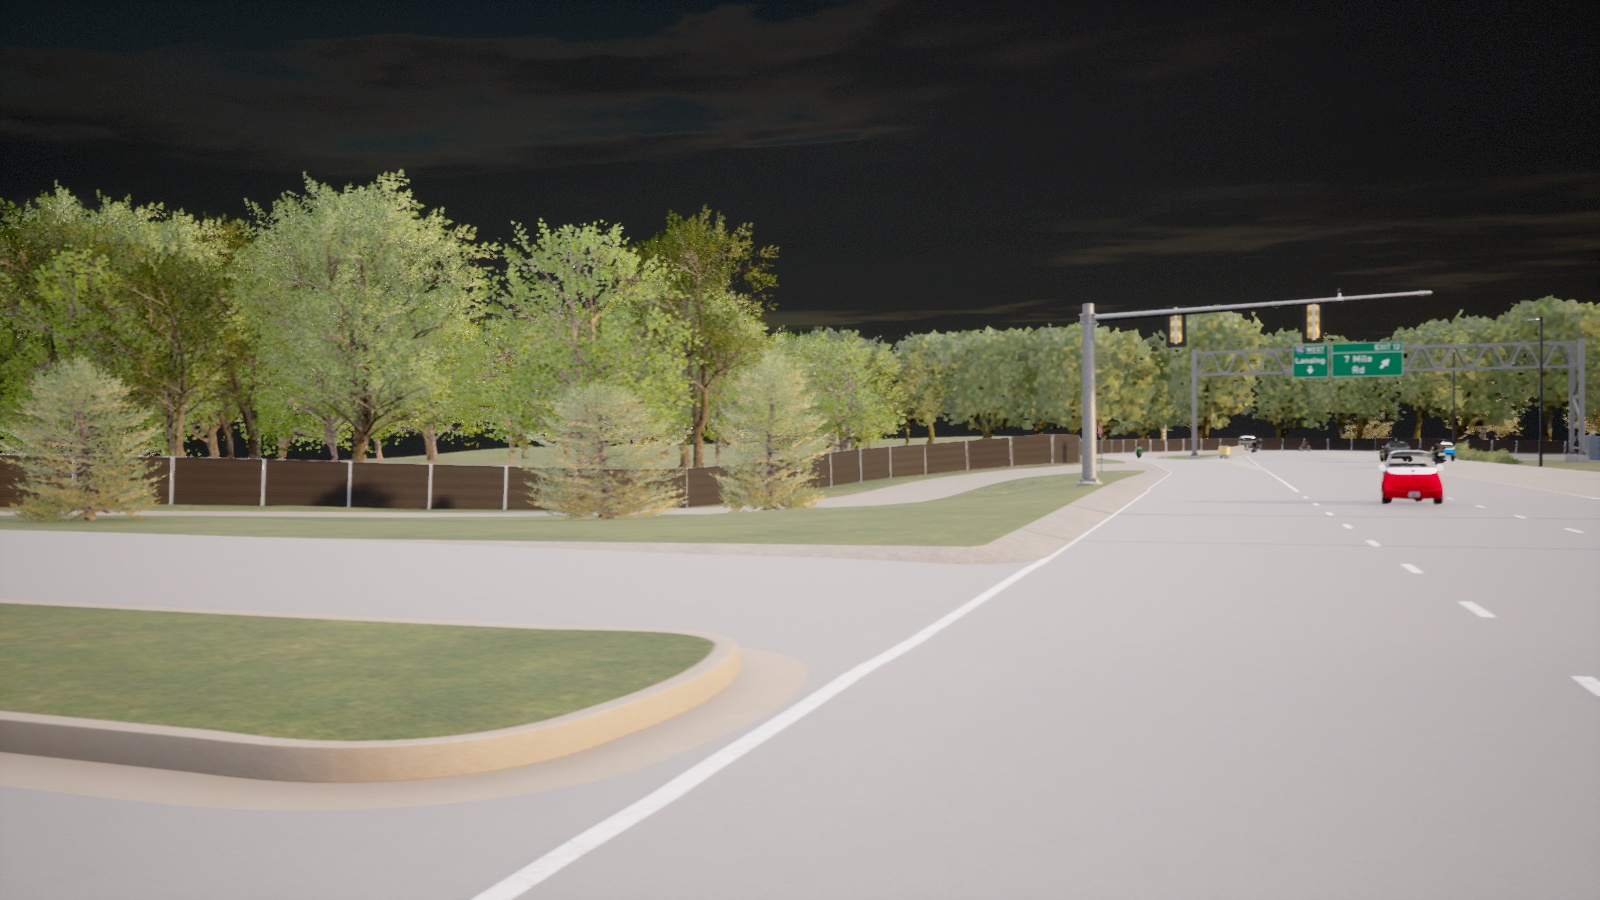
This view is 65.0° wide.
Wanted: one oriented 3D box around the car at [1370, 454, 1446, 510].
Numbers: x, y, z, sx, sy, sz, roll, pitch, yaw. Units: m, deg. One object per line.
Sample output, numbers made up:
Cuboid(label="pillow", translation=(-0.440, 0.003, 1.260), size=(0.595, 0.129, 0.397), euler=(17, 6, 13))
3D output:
Cuboid(label="car", translation=(15.511, 0.792, 32.118), size=(1.481, 1.376, 2.207), euler=(0, 0, 19))

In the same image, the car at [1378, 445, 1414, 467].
Cuboid(label="car", translation=(41.887, 0.415, 88.359), size=(1.816, 1.474, 4.193), euler=(0, 0, 19))
